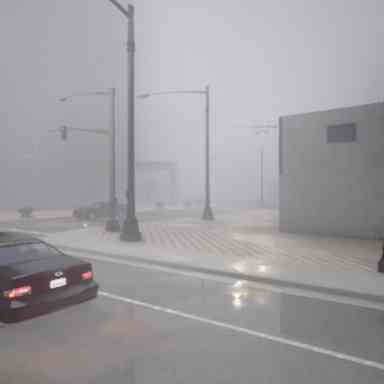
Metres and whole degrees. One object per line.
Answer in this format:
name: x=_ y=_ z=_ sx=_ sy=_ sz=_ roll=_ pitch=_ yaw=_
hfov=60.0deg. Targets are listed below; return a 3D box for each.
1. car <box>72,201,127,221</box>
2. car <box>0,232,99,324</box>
car: x=-7.830 y=1.547 z=28.530 sx=1.882 sy=1.535 sz=5.008 roll=0 pitch=0 yaw=36
car: x=-4.297 y=1.595 z=7.092 sx=5.357 sy=1.411 sz=2.033 roll=0 pitch=0 yaw=36
